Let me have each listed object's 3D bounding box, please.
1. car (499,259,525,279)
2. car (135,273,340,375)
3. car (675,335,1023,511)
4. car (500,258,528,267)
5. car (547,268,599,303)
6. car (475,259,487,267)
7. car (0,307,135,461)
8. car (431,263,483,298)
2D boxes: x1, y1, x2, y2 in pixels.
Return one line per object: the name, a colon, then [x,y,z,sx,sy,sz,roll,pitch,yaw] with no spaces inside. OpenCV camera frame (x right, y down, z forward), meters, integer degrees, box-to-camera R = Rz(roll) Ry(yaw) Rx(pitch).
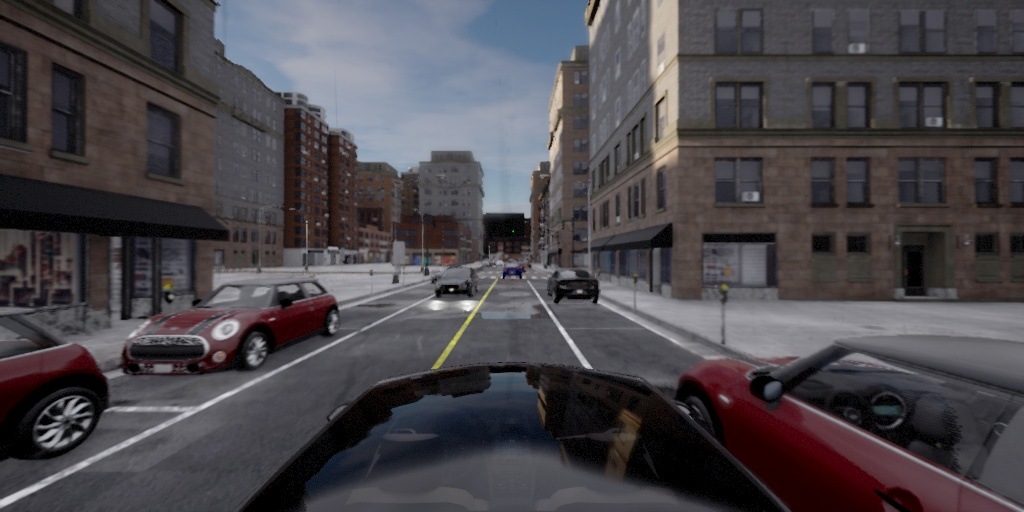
car: [0.041,1.388,35.600,1.882,1.535,5.008,0,0,1]
car: [-5.388,1.217,7.525,1.967,1.591,4.097,0,0,0]
car: [2.637,1.192,2.115,1.967,1.591,4.097,0,0,0]
car: [0.250,1.326,48.766,2.097,1.767,4.553,0,0,-13]
car: [2.750,1.301,17.041,1.882,1.535,5.008,0,0,0]
car: [-5.388,1.536,55.837,1.751,1.417,4.829,0,0,0]
car: [-5.388,1.192,2.115,1.967,1.591,4.097,0,0,0]
car: [-2.839,1.337,19.280,1.837,1.490,4.892,0,0,0]
